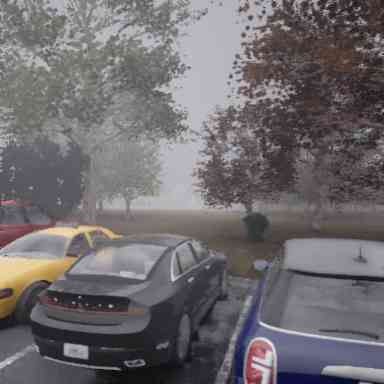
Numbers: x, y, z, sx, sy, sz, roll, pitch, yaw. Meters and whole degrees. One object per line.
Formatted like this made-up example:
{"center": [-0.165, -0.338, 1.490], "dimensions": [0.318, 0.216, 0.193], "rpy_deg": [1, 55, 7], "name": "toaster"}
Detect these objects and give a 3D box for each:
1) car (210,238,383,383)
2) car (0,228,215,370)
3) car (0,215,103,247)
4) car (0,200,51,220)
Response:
{"center": [1.810, 1.361, 4.175], "dimensions": [2.185, 1.767, 4.553], "rpy_deg": [0, -1, 16], "name": "car"}
{"center": [-0.593, 1.487, 5.934], "dimensions": [2.231, 1.521, 4.892], "rpy_deg": [0, -1, 16], "name": "car"}
{"center": [-3.038, 1.480, 7.505], "dimensions": [1.946, 1.575, 5.366], "rpy_deg": [1, -1, 16], "name": "car"}
{"center": [-5.383, 1.233, 9.469], "dimensions": [2.435, 2.045, 5.566], "rpy_deg": [0, -1, 16], "name": "car"}
